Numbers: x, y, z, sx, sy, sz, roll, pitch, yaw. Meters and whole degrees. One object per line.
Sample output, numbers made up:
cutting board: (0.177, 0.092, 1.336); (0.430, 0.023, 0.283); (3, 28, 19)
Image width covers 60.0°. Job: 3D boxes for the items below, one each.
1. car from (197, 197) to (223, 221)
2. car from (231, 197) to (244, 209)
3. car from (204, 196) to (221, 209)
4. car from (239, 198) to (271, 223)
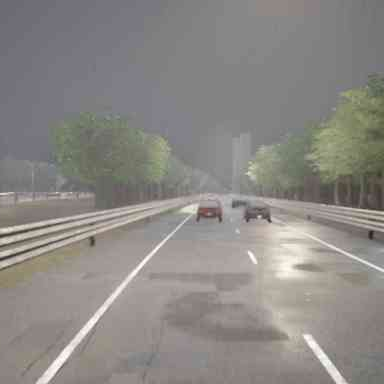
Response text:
car: (1.412, 1.397, 26.212); (1.882, 1.535, 5.008); (0, 0, 4)
car: (6.236, 1.381, 44.402); (1.882, 1.535, 5.008); (0, 0, 4)
car: (2.822, 1.370, 45.667); (2.128, 1.511, 4.902); (0, 0, 4)
car: (4.862, 1.451, 25.475); (1.837, 1.490, 4.892); (0, 1, 5)
